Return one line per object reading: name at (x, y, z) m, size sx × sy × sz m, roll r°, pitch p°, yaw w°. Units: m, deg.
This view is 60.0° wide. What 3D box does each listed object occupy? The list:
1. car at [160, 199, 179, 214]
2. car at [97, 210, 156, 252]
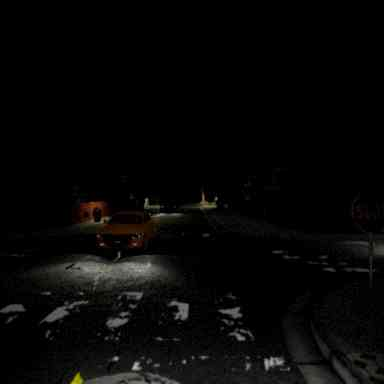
car at (-2.764, 1.691, 41.065) m, size 2.097 × 1.767 × 4.553 m, roll 0°, pitch -1°, yaw 0°
car at (-2.754, 1.594, 14.760) m, size 1.882 × 1.535 × 5.008 m, roll 0°, pitch -1°, yaw 0°
